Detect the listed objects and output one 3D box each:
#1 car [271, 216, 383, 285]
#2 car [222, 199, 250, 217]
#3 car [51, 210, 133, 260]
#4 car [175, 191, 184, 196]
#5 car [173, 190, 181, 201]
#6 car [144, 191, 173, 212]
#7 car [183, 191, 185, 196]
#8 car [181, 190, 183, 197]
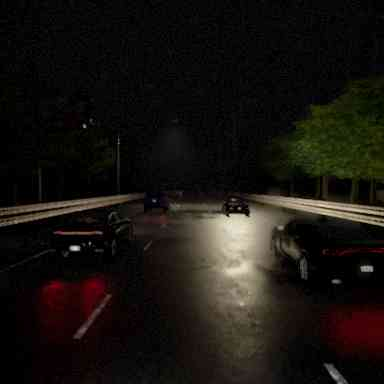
[{"bbox_3d":[3.601,1.408,9.317,1.882,1.535,5.008,0,1,0],"label":"car"},{"bbox_3d":[3.600,1.269,27.725,2.033,1.411,5.357,0,1,0],"label":"car"},{"bbox_3d":[-3.401,1.394,12.077,2.128,1.511,4.902,0,1,0],"label":"car"},{"bbox_3d":[-3.509,0.370,92.623,2.163,1.488,4.792,0,0,0],"label":"car"},{"bbox_3d":[-3.506,0.784,59.579,1.812,1.442,4.674,0,1,0],"label":"car"},{"bbox_3d":[-3.403,0.879,32.858,2.150,2.045,5.566,0,1,0],"label":"car"},{"bbox_3d":[-3.508,0.294,81.555,2.097,1.767,4.553,0,1,0],"label":"car"},{"bbox_3d":[-3.507,0.573,70.581,2.128,1.511,4.902,0,1,0],"label":"car"}]
